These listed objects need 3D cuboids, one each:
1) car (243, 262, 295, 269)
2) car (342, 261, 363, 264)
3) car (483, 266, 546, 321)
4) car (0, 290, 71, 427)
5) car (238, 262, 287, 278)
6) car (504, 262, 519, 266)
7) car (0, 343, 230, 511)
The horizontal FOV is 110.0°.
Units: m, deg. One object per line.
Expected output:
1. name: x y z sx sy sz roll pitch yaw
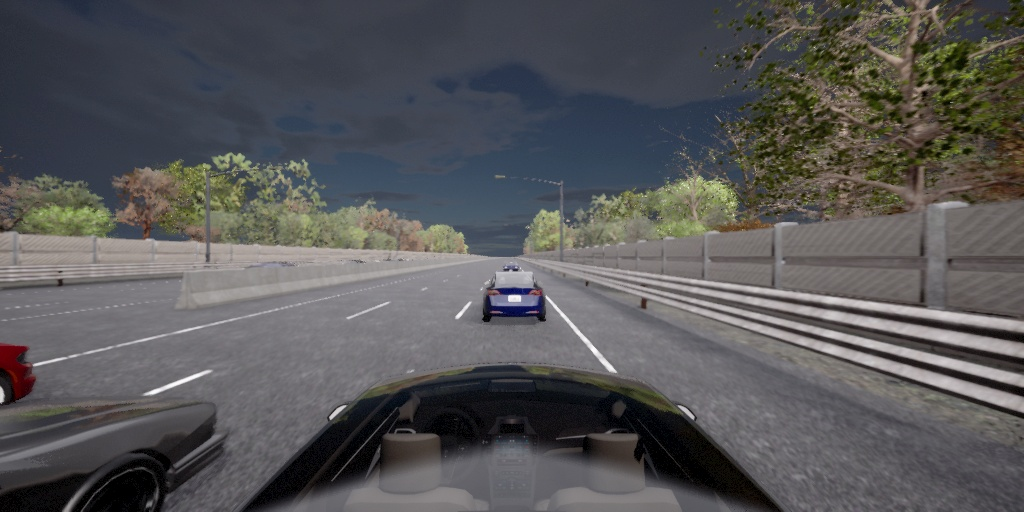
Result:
1. car: -21.233 1.306 32.489 2.033 1.411 5.357 0 0 0
2. car: -17.760 1.264 39.712 1.837 1.490 4.892 0 0 0
3. car: 0.066 1.256 12.552 2.163 1.488 4.792 0 0 0
4. car: -6.906 1.229 2.349 1.882 1.535 5.008 0 0 0
5. car: -24.741 1.323 35.700 1.994 1.385 4.181 0 0 0
6. car: -0.091 1.359 43.412 1.895 1.301 4.718 0 0 0
7. car: -3.405 1.298 0.637 2.033 1.411 5.357 0 0 0
